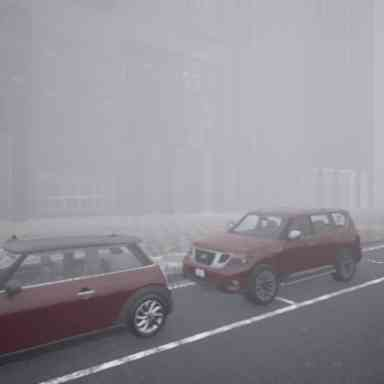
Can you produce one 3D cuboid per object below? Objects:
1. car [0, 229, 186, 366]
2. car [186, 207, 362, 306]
[{"bbox_3d":[-2.380,1.441,4.955,4.097,1.590,1.967,0,0,-36],"label":"car"},{"bbox_3d":[2.212,1.325,8.233,5.009,1.841,2.192,0,0,-36],"label":"car"}]
